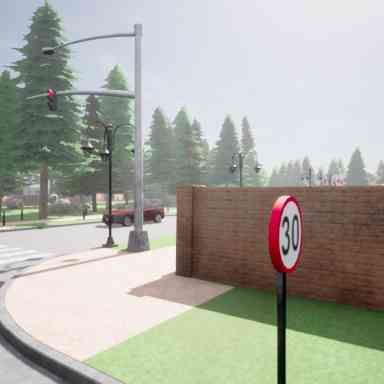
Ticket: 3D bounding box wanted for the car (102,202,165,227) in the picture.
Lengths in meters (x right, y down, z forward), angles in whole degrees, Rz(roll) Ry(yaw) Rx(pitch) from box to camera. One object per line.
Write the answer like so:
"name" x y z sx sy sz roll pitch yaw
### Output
"car" -3.973 1.463 23.129 1.882 1.535 5.008 0 0 35
